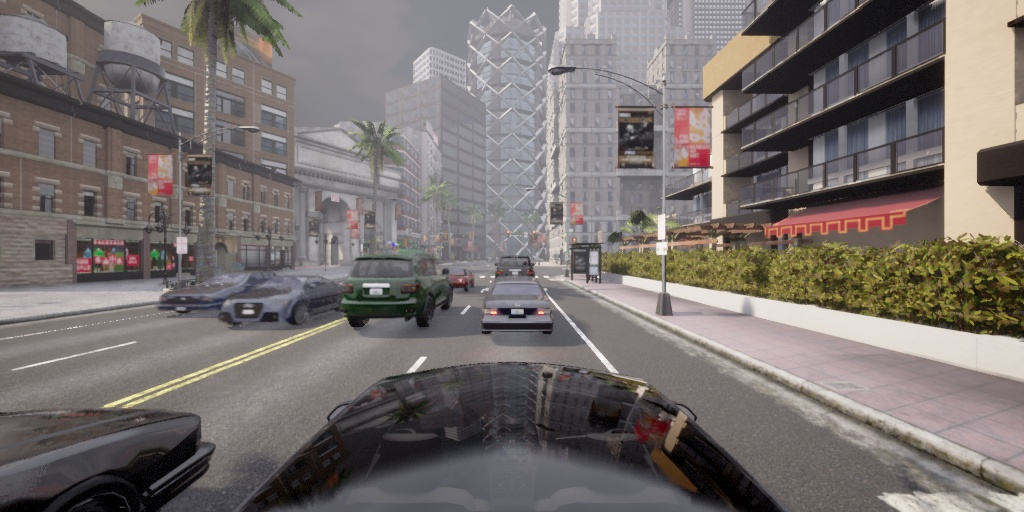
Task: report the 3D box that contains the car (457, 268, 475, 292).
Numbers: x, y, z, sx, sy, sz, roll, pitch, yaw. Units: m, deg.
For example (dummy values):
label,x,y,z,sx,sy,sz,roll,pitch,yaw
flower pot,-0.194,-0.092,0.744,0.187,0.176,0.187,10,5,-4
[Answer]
label,x,y,z,sx,sy,sz,roll,pitch,yaw
car,-3.330,1.351,21.371,1.895,1.301,4.718,0,0,0

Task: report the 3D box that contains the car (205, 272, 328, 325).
label,x,y,z,sx,sy,sz,roll,pitch,yaw
car,-7.061,1.314,11.601,1.994,1.385,4.181,0,0,0

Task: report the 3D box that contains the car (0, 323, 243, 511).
label,x,y,z,sx,sy,sz,roll,pitch,yaw
car,-3.352,1.296,0.398,2.033,1.411,5.357,0,0,1

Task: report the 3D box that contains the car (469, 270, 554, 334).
label,x,y,z,sx,sy,sz,roll,pitch,yaw
car,0.129,1.297,10.568,2.033,1.411,5.357,0,0,0

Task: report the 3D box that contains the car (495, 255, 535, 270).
label,x,y,z,sx,sy,sz,roll,pitch,yaw
car,0.166,0.971,20.820,2.150,2.045,5.566,0,0,0

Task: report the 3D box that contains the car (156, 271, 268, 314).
label,x,y,z,sx,sy,sz,roll,pitch,yaw
car,-10.549,1.297,14.098,2.033,1.411,5.357,0,0,0

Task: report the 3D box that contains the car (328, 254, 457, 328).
label,x,y,z,sx,sy,sz,roll,pitch,yaw
car,-3.358,0.972,11.524,2.150,2.045,5.566,0,0,0
